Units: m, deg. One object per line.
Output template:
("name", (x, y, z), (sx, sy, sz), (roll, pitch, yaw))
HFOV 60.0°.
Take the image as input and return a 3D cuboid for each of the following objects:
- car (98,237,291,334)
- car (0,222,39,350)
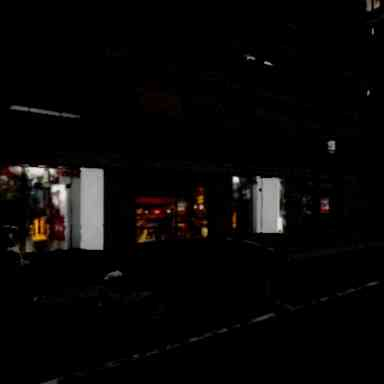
("car", (0.261, 1.608, 6.748), (4.206, 1.307, 1.802), (0, 0, -36))
("car", (-4.324, 1.305, 3.473), (5.009, 1.841, 2.192), (0, 0, -36))
